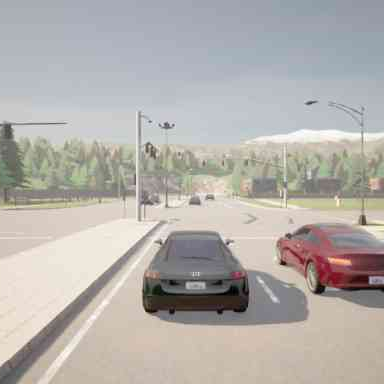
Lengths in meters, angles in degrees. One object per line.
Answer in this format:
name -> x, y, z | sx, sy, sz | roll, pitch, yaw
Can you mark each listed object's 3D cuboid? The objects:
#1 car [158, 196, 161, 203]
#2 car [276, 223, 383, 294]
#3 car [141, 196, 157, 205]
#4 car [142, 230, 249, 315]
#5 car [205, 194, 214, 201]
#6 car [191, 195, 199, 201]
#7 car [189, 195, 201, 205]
car -> -7.393, 1.497, 66.737 | 1.837, 1.490, 4.892 | 0, 0, 1
car -> 3.554, 1.525, 8.672 | 1.812, 1.442, 4.674 | 0, 0, 0
car -> -7.576, 1.594, 56.301 | 1.895, 1.301, 4.718 | 0, 0, 1
car -> 0.056, 1.563, 7.669 | 1.994, 1.385, 4.181 | 0, 0, 0
car -> 4.335, 1.179, 82.024 | 2.097, 1.767, 4.553 | 0, 0, 1
car -> 0.836, 1.418, 82.129 | 1.895, 1.301, 4.718 | 0, 0, 1
car -> 0.491, 1.557, 56.673 | 1.994, 1.385, 4.181 | 0, 0, 1
